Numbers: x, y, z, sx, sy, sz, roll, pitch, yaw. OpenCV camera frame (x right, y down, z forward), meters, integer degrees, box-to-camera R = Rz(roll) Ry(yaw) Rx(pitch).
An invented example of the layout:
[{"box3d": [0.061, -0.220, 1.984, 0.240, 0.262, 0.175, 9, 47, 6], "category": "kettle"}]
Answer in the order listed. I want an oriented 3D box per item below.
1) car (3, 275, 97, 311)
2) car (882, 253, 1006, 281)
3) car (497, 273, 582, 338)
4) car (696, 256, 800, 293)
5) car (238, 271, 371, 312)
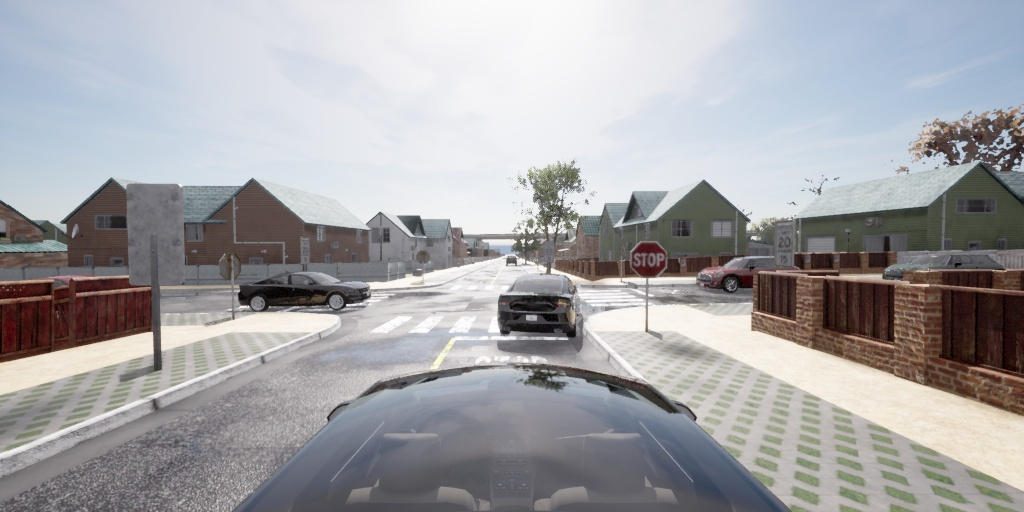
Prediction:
[{"box3d": [-18.038, 1.546, 14.823, 5.008, 1.535, 1.882, -1, 2, 0], "category": "car"}, {"box3d": [21.680, 0.646, 18.092, 4.553, 1.767, 2.097, -1, 2, 0], "category": "car"}, {"box3d": [0.947, 1.224, 10.384, 1.882, 1.535, 5.008, 0, 0, 12], "category": "car"}, {"box3d": [11.785, 0.820, 18.008, 4.553, 1.767, 2.097, -1, 2, 0], "category": "car"}, {"box3d": [-8.485, 1.376, 14.898, 5.008, 1.535, 1.882, -1, 2, 0], "category": "car"}]
